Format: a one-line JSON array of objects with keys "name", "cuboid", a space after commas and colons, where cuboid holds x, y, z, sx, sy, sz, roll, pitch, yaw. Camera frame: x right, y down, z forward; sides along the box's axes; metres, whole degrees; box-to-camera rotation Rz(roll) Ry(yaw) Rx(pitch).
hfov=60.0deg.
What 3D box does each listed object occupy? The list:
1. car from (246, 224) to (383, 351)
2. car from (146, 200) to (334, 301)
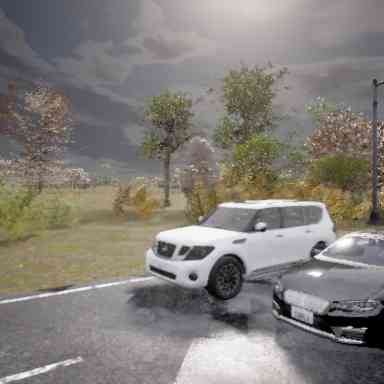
[{"name": "car", "cuboid": [3.586, 1.522, 6.244, 4.902, 1.511, 2.128, 0, 0, -36]}, {"name": "car", "cuboid": [1.574, 1.251, 8.802, 5.566, 2.045, 2.150, 0, 0, -35]}]
